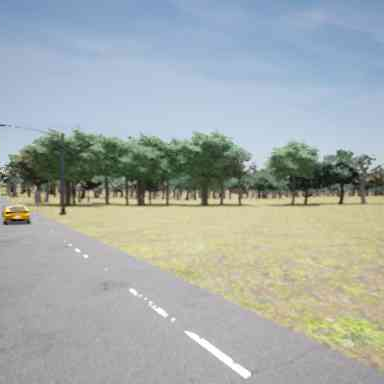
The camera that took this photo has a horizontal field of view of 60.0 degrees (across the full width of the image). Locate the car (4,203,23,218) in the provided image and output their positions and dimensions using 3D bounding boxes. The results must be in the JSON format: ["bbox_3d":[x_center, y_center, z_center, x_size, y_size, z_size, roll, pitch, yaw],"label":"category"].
[{"bbox_3d":[-21.057,2.122,39.088,1.812,1.442,4.674,0,-1,-30],"label":"car"}]

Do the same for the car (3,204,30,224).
[{"bbox_3d":[-15.238,1.904,28.959,1.882,1.535,5.008,0,-1,-30],"label":"car"}]
